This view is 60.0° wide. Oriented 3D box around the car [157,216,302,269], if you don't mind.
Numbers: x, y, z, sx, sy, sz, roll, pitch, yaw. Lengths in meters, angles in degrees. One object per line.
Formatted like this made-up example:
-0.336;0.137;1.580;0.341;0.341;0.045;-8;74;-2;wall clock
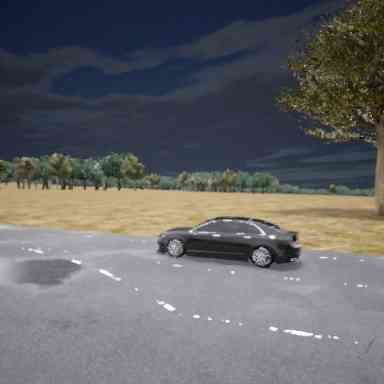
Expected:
1.165;1.590;11.314;4.892;1.490;1.837;1;0;23;car
